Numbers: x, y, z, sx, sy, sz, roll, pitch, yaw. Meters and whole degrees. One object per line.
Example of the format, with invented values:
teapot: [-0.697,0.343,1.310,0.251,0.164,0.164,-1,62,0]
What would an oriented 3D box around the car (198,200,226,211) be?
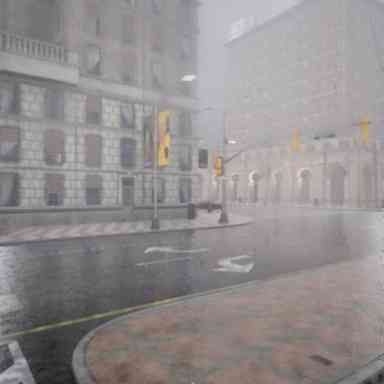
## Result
car: [2.298,1.680,42.654,1.895,1.301,4.718,0,0,-36]
